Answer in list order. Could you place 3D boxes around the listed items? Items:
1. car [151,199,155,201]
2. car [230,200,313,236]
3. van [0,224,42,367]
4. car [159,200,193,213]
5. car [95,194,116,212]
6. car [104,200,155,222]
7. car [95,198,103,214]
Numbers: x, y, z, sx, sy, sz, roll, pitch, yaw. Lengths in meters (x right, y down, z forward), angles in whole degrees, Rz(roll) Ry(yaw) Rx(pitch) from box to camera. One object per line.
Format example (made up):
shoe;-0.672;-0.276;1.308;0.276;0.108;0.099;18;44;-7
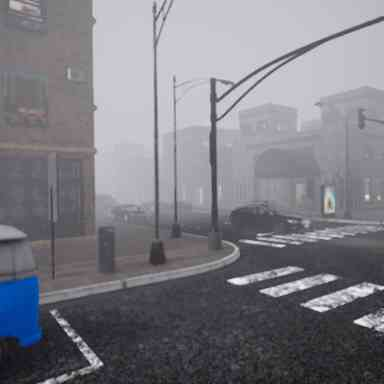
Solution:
car;-4.742;1.565;40.638;2.008;1.369;4.403;-2;0;-35
car;4.144;1.403;18.073;2.128;1.511;4.902;-1;0;-35
van;-3.877;1.355;3.797;3.998;1.788;1.690;-1;0;-35
car;-1.470;1.550;35.975;1.802;1.307;4.206;-2;0;-35
car;-10.297;1.264;38.649;2.150;2.045;5.566;-1;0;-35
car;-5.051;1.596;26.488;2.008;1.369;4.403;-2;0;-35
car;-11.594;1.688;35.815;2.008;1.369;4.403;-2;0;-35
